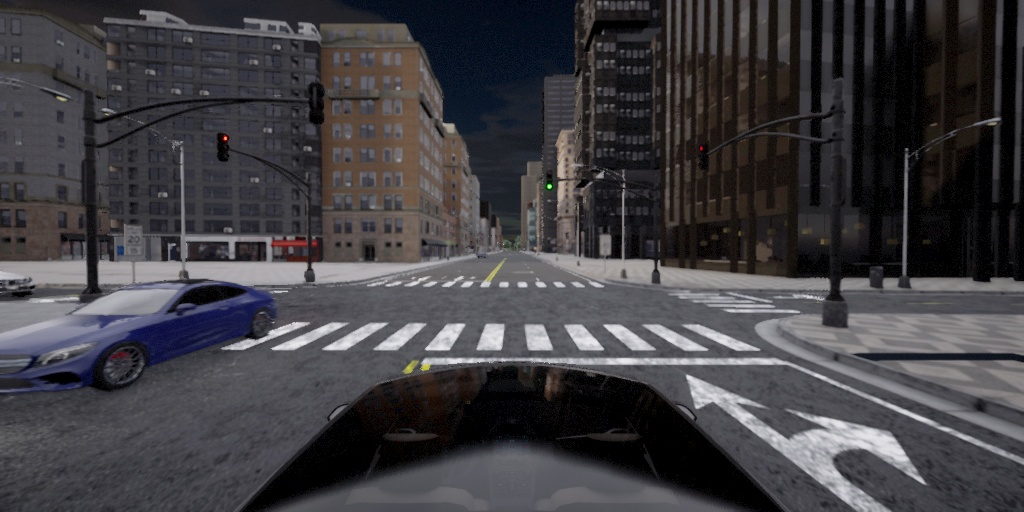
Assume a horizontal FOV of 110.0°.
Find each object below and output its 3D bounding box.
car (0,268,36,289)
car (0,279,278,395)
[{"bbox_3d":[-20.897,0.887,13.361,4.674,1.442,1.812,0,1,0],"label":"car"},{"bbox_3d":[-6.487,1.199,6.719,1.812,1.442,4.674,0,1,0],"label":"car"}]
